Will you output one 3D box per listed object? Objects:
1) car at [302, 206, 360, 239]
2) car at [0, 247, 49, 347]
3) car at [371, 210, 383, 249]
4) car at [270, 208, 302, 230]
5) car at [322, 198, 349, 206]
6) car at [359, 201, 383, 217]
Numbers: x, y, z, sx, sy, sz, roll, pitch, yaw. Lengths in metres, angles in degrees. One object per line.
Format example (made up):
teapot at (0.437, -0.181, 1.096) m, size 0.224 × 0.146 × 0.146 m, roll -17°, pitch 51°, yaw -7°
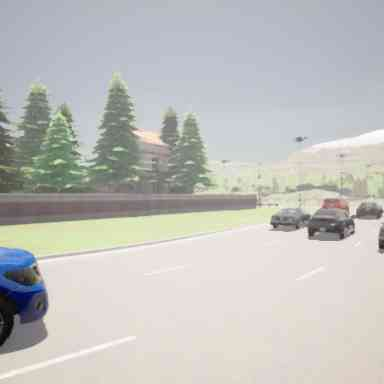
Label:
car at (8.078, 1.739, 19.069) m, size 1.837 × 1.490 × 4.892 m, roll -1°, pitch -2°, yaw 35°
car at (-5.001, 1.318, 4.500) m, size 5.566 × 2.045 × 2.150 m, roll 0°, pitch -1°, yaw -34°
car at (9.545, 1.716, 14.876) m, size 2.033 × 1.411 × 5.357 m, roll -1°, pitch -1°, yaw 34°
car at (7.332, 1.860, 24.067) m, size 2.033 × 1.411 × 5.357 m, roll -1°, pitch -1°, yaw 34°
car at (16.109, 1.673, 37.129) m, size 2.150 × 2.045 × 5.566 m, roll -1°, pitch -1°, yaw 34°
car at (18.317, 1.752, 34.146) m, size 2.097 × 1.767 × 4.553 m, roll -1°, pitch -1°, yaw 34°
